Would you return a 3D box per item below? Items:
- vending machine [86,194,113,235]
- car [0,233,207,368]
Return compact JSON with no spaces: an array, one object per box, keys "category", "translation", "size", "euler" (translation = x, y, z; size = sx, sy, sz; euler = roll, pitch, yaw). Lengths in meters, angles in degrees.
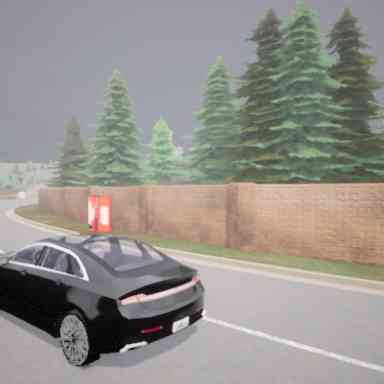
[{"category":"vending machine","translation":[-4.977,1.178,17.863],"size":[1.100,2.100,0.880],"euler":[0,0,-44]},{"category":"car","translation":[-2.032,1.485,5.816],"size":[4.902,1.511,2.128],"euler":[0,0,39]}]
